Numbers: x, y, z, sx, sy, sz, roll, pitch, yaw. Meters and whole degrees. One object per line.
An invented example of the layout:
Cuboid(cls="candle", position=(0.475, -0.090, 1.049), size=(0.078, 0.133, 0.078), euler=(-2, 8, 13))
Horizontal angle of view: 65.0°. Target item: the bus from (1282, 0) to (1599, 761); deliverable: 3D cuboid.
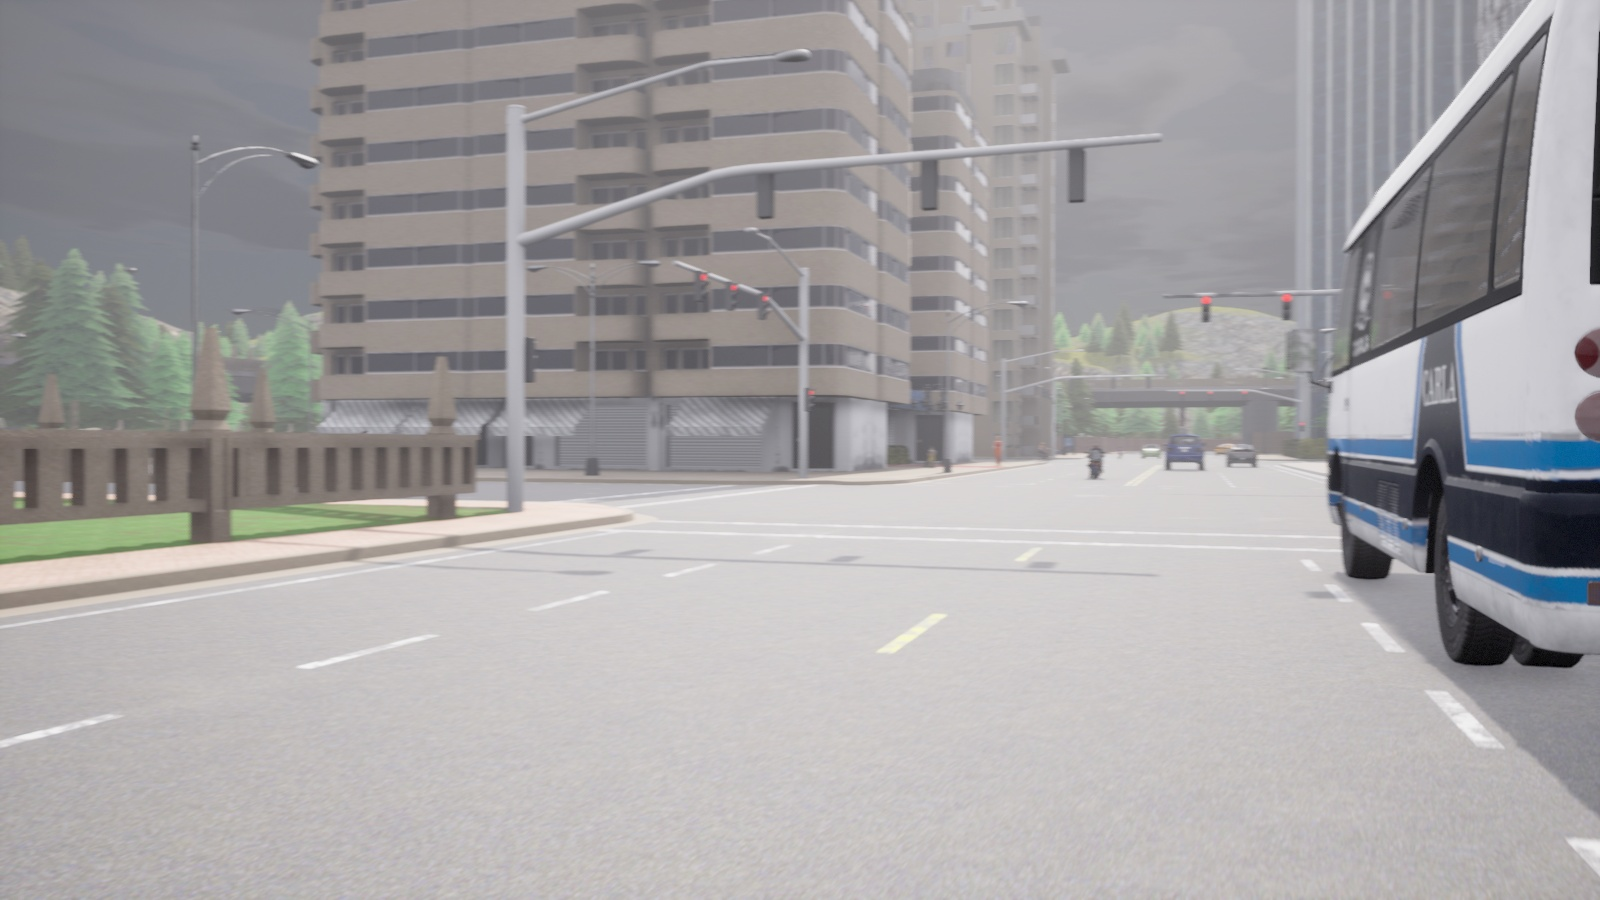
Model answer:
Cuboid(cls="bus", position=(6.574, -0.660, 10.598), size=(3.944, 4.253, 10.273), euler=(0, 1, 17))

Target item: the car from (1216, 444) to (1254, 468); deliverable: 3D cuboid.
Cuboid(cls="car", position=(28.499, 0.368, 82.401), size=(2.128, 1.511, 4.902), euler=(0, 0, 17))

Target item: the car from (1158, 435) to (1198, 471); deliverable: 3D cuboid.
Cuboid(cls="car", position=(22.002, 0.153, 73.106), size=(2.150, 2.045, 5.566), euler=(0, 0, 17))

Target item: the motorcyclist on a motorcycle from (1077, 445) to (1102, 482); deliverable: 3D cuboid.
Cuboid(cls="motorcyclist on a motorcycle", position=(12.252, 0.537, 53.176), size=(0.866, 1.530, 2.191), euler=(0, 0, 17))
